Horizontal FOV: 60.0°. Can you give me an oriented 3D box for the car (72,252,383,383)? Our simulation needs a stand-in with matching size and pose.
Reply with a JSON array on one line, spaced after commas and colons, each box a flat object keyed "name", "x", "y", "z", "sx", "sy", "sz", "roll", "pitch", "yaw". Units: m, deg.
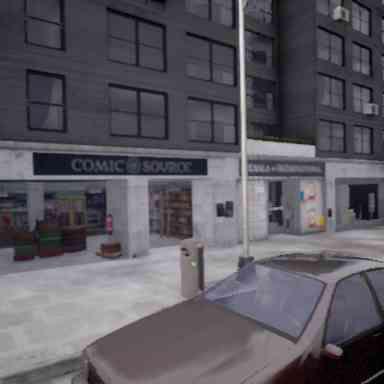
[{"name": "car", "x": 1.452, "y": 1.540, "z": 4.104, "sx": 5.357, "sy": 1.411, "sz": 2.033, "roll": 0, "pitch": 0, "yaw": -35}]
